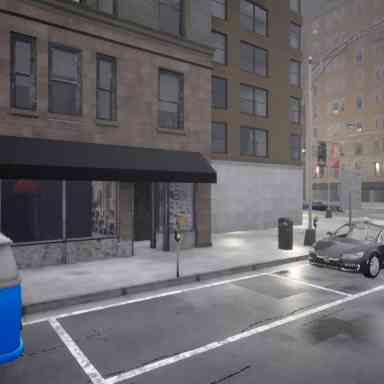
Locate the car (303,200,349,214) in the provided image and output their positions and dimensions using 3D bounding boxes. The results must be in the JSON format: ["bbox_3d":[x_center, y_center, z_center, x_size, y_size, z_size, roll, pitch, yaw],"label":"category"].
[{"bbox_3d":[13.759,1.509,34.505,1.895,1.301,4.718,0,0,-36],"label":"car"}]

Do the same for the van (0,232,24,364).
[{"bbox_3d":[-3.906,1.341,3.401,3.998,1.788,1.690,0,0,-36],"label":"van"}]

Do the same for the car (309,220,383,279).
[{"bbox_3d":[5.304,1.550,9.990,4.403,1.369,2.008,0,0,-36],"label":"car"}]
